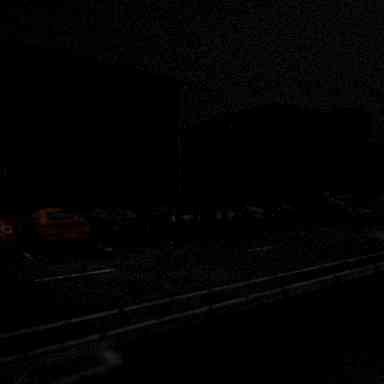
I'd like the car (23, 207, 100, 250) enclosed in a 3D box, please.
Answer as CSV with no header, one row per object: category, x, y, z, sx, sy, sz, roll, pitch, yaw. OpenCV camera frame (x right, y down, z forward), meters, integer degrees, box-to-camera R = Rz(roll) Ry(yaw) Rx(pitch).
car,-5.987,1.449,14.425,2.097,1.535,5.008,0,0,-35

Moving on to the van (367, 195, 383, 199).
van,14.450,1.281,28.841,1.878,1.987,4.442,0,0,-35

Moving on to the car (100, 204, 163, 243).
car,-3.731,1.452,16.045,2.231,1.521,4.892,0,0,-35

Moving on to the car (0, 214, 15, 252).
car,-8.273,1.321,12.841,2.185,1.767,4.553,0,0,-35

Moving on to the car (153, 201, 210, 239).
car,-1.447,1.328,17.626,2.185,1.767,4.553,0,0,-35

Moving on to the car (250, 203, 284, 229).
car,3.065,1.503,20.874,2.002,1.452,4.674,0,0,-35

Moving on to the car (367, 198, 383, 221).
car,12.226,1.493,27.172,1.946,1.575,5.366,0,0,-35

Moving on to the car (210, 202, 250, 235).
car,0.818,1.333,19.239,2.185,1.767,4.553,0,0,-35

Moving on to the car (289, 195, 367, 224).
car,9.872,1.234,25.689,2.435,2.045,5.566,0,0,-35

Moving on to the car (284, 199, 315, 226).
car,5.331,1.471,22.483,2.231,1.521,4.892,0,0,-35
